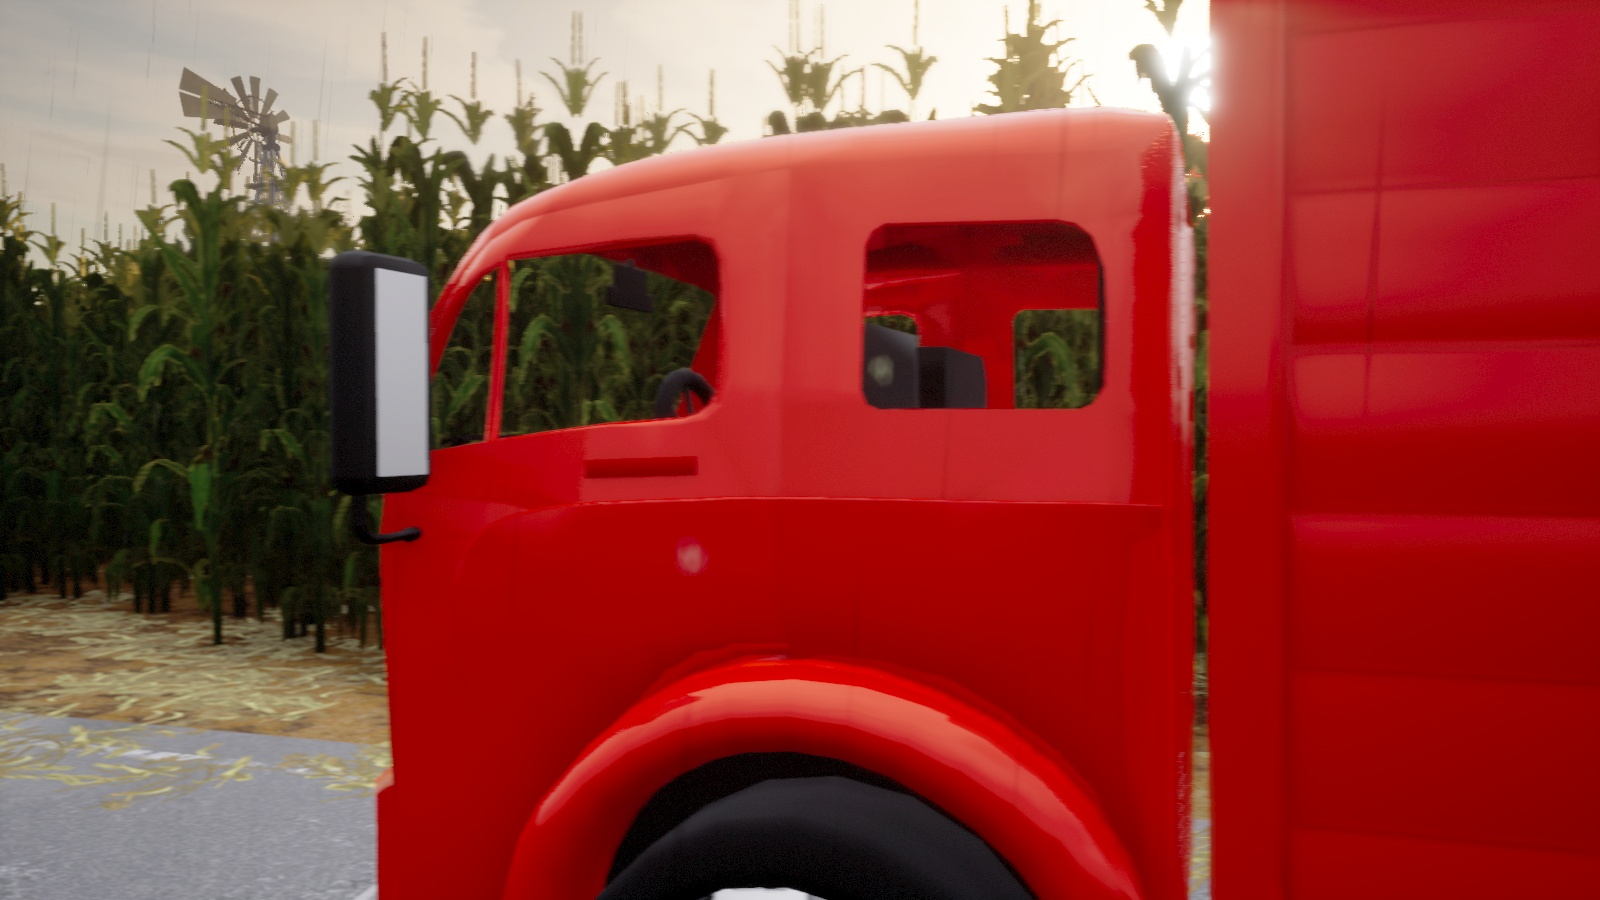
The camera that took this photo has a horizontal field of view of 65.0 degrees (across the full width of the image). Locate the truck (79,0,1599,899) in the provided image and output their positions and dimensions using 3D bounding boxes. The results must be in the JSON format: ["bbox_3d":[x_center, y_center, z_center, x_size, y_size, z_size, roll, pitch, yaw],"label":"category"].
[{"bbox_3d":[1.612,0.303,2.644,5.204,2.467,2.627,1,1,19],"label":"truck"}]
